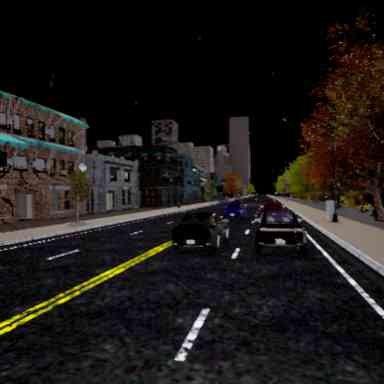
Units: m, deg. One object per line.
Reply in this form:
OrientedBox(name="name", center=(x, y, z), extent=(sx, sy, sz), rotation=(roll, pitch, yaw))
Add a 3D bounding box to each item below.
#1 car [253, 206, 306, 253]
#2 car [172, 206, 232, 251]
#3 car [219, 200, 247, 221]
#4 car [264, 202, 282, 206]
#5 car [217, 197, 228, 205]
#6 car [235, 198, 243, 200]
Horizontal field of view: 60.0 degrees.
OrientedBox(name="car", center=(3.652, 1.557, 14.069), extent=(2.128, 1.511, 4.902), rotation=(-1, 0, 13))
OrientedBox(name="car", center=(0.484, 1.618, 14.791), extent=(1.837, 1.490, 4.892), rotation=(-1, 0, 13))
OrientedBox(name="car", center=(3.825, 1.708, 29.499), extent=(1.812, 1.442, 4.674), rotation=(-1, 0, 13))
OrientedBox(name="car", center=(7.018, 1.616, 28.882), extent=(1.882, 1.535, 5.008), rotation=(-1, 0, 13))
OrientedBox(name="car", center=(6.702, 1.825, 71.540), extent=(2.097, 1.767, 4.553), rotation=(-1, 0, 13))
OrientedBox(name="car", center=(9.866, 1.978, 70.789), extent=(1.994, 1.385, 4.181), rotation=(-1, 0, 13))
